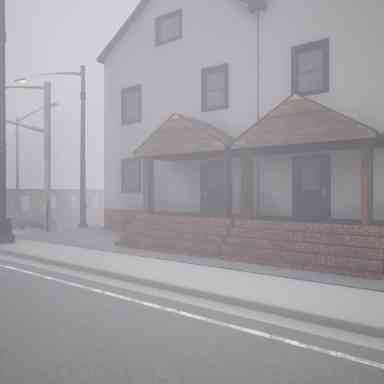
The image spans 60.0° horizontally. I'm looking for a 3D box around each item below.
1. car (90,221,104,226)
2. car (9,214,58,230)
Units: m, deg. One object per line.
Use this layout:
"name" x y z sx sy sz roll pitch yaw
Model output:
"car" -8.950 3.820 36.396 2.097 1.767 4.553 0 -12 35
"car" -14.051 2.655 29.306 1.994 1.385 4.181 0 -9 36
